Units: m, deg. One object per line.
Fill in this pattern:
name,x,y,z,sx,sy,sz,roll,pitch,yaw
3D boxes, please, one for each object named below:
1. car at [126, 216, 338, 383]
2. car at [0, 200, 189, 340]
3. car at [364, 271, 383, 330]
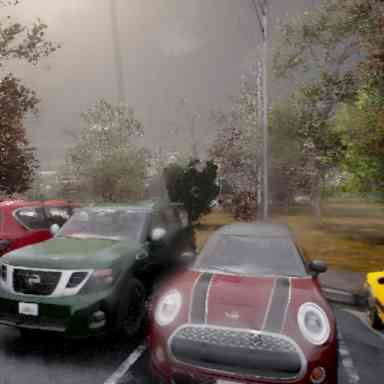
car,0.978,1.370,5.455,2.185,1.767,4.553,1,-1,15
car,-1.462,1.242,7.107,2.435,2.045,5.566,1,-1,15
car,3.432,1.490,3.887,1.946,1.575,5.366,0,-1,15
